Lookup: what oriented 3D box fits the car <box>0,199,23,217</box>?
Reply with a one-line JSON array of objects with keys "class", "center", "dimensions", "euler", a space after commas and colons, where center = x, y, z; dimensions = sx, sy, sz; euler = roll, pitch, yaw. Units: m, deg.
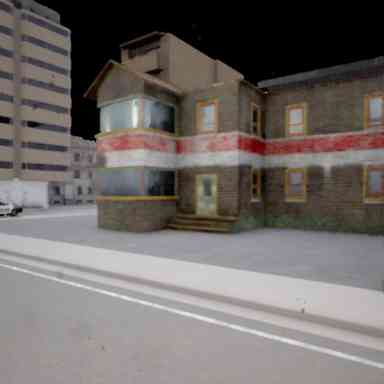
[{"class": "car", "center": [-16.714, 1.392, 27.780], "dimensions": [2.038, 1.542, 4.974], "euler": [0, 0, 15]}]

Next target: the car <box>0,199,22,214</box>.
[{"class": "car", "center": [-16.700, 1.235, 27.830], "dimensions": [1.853, 1.218, 4.536], "euler": [0, 0, 15]}]

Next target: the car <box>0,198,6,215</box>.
[{"class": "car", "center": [-19.910, 1.383, 30.461], "dimensions": [4.974, 1.542, 2.038], "euler": [0, 0, -30]}]
